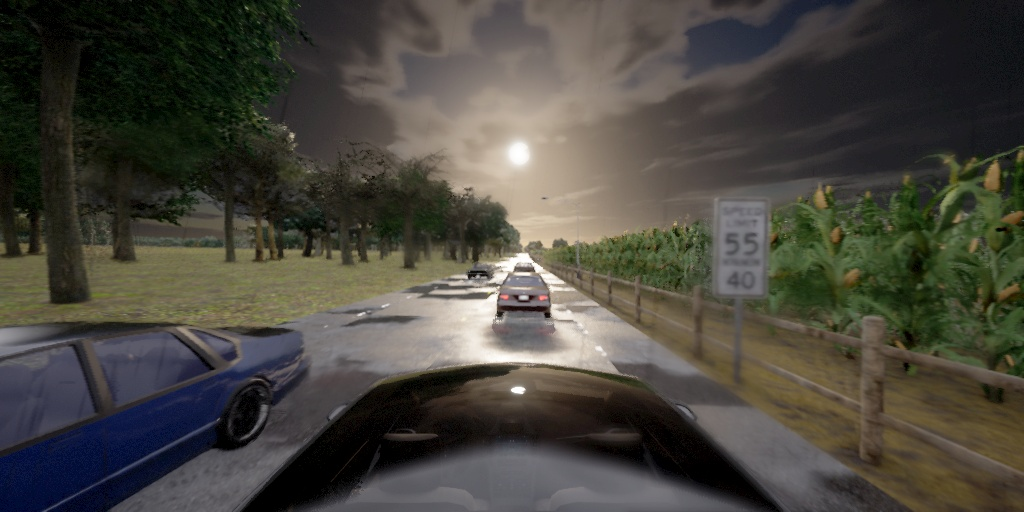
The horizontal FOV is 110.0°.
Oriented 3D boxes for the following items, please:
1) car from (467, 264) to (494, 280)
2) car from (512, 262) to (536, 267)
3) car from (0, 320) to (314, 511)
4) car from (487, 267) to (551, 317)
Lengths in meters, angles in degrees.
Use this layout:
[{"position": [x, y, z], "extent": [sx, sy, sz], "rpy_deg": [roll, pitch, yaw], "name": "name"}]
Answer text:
[{"position": [-2.634, 1.314, 30.891], "extent": [1.895, 1.301, 4.718], "rpy_deg": [1, 0, 2], "name": "car"}, {"position": [1.054, 1.247, 31.692], "extent": [1.882, 1.535, 5.008], "rpy_deg": [1, 0, 2], "name": "car"}, {"position": [-3.651, 1.243, 2.416], "extent": [2.033, 1.411, 5.357], "rpy_deg": [1, 0, 3], "name": "car"}, {"position": [0.435, 1.301, 13.278], "extent": [2.033, 1.411, 5.357], "rpy_deg": [1, 0, 2], "name": "car"}]
